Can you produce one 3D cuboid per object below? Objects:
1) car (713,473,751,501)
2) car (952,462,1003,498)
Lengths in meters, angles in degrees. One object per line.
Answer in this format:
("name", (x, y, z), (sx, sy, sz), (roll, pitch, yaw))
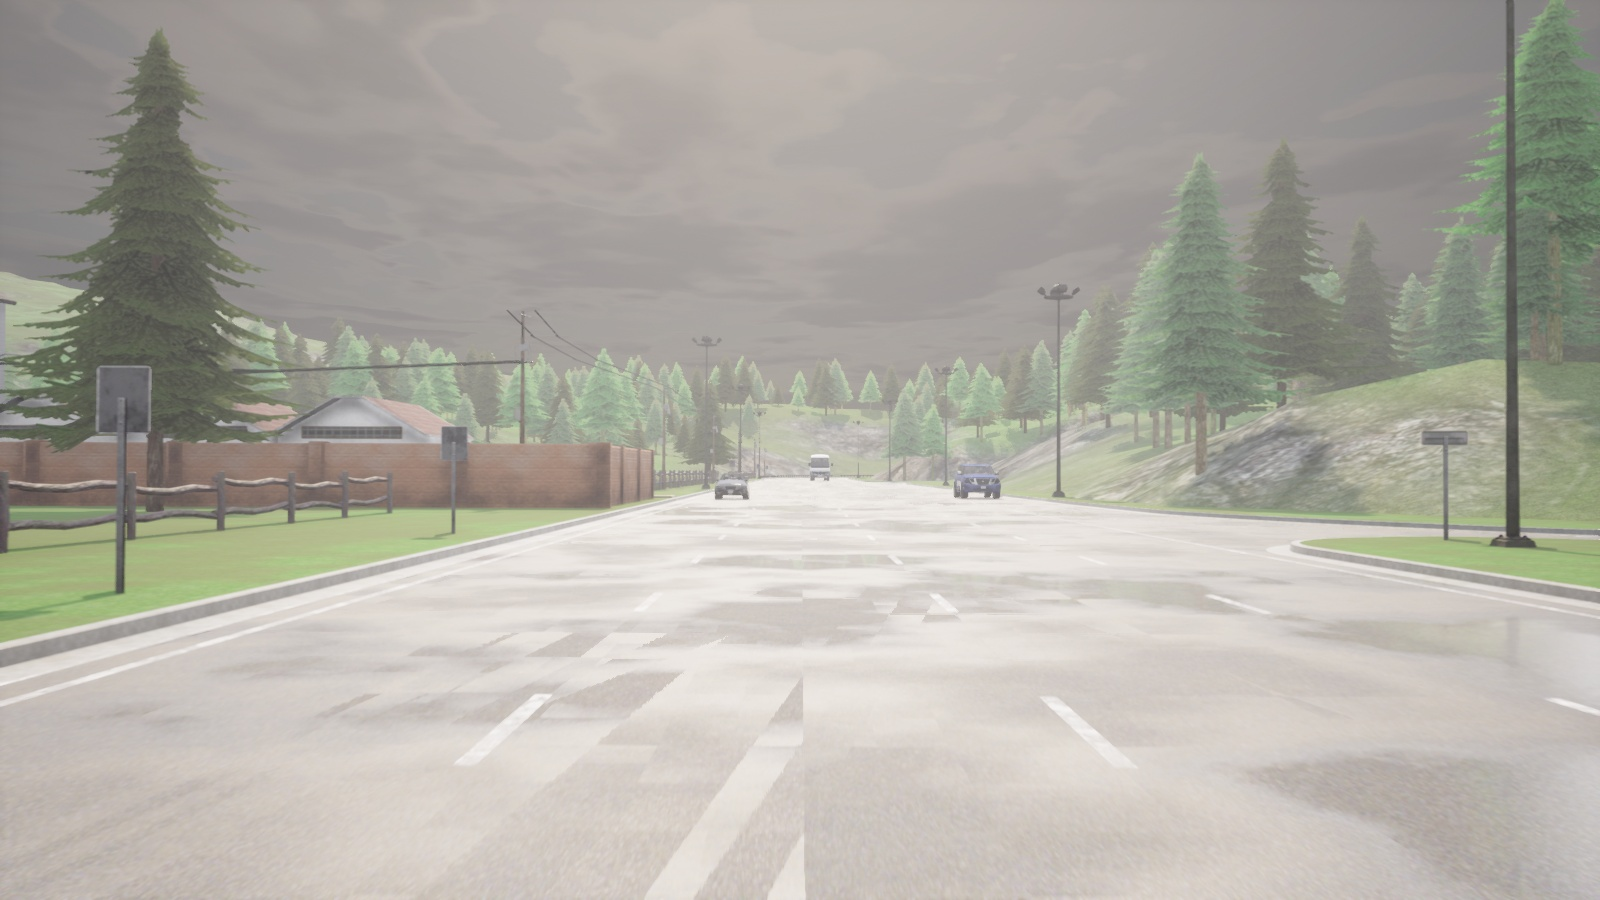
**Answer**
("car", (-3.651, 1.984, 68.180), (1.816, 1.474, 4.193), (0, -1, 0))
("car", (10.336, 1.723, 73.509), (2.150, 2.045, 5.566), (0, -1, 0))
